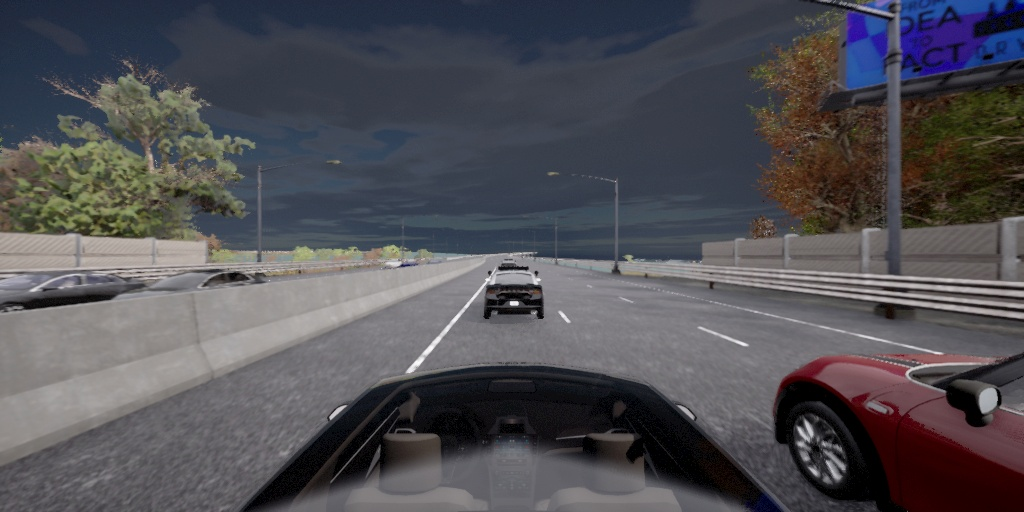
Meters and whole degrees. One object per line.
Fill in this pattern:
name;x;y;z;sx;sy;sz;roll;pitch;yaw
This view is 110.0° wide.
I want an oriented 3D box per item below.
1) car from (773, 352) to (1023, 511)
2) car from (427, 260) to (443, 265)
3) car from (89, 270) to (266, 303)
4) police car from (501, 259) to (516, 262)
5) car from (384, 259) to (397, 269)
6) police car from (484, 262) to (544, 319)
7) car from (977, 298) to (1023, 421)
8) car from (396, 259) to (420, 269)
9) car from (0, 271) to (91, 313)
car;3.591;1.102;1.604;2.097;1.767;4.553;0;0;0
car;-11.345;1.272;53.163;2.033;1.411;5.357;0;0;-1
car;-10.644;1.256;12.293;1.837;1.490;4.892;0;0;0
police car;-0.431;1.156;43.955;1.930;1.638;5.238;0;0;-1
car;-18.415;1.249;55.997;1.812;1.442;4.674;0;0;-1
police car;0.050;1.174;13.014;1.930;1.638;5.238;0;0;0
car;7.092;1.274;2.429;1.812;1.442;4.674;0;0;0
car;-14.823;1.327;52.157;1.895;1.301;4.718;0;0;-1
car;-14.137;1.243;10.970;2.128;1.511;4.902;0;0;0
